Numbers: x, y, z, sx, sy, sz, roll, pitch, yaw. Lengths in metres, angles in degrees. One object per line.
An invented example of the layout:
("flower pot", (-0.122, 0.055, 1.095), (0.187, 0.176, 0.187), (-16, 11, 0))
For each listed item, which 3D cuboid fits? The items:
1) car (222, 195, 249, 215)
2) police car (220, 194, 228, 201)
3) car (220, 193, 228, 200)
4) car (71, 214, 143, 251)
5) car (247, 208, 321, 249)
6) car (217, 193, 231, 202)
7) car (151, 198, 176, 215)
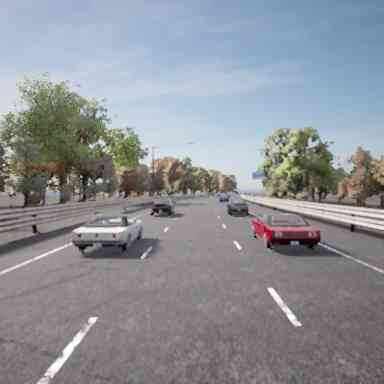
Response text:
("car", (4.300, 1.381, 31.924), (2.128, 1.511, 4.902), (0, 0, 2))
("police car", (7.489, 1.225, 78.056), (1.930, 1.638, 5.238), (0, 0, 6))
("car", (8.653, 1.216, 88.762), (2.033, 1.649, 4.856), (0, 0, 7))
("car", (-3.261, 1.548, 13.813), (1.895, 1.301, 4.718), (0, 0, 1))
("car", (3.753, 1.550, 14.202), (1.895, 1.301, 4.718), (0, 0, 1))
("car", (6.456, 1.322, 67.148), (2.163, 1.488, 4.792), (0, 0, 5))
("car", (-2.712, 1.391, 31.799), (1.837, 1.490, 4.892), (0, 0, 2))
